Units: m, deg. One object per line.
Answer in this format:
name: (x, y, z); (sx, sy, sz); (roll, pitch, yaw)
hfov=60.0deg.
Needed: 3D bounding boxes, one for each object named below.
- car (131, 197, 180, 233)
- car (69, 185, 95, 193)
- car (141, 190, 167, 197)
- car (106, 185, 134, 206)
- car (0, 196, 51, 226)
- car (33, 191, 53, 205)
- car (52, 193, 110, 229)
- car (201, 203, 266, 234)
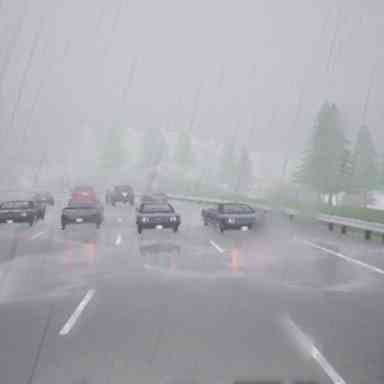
car: (-1.850, 1.153, 16.482); (1.895, 1.301, 4.718); (0, 2, -11)
car: (-11.296, 0.303, 34.136); (2.150, 2.045, 5.566); (-1, 2, -24)
car: (-4.043, 0.551, 34.794); (2.128, 1.511, 4.902); (-1, 2, -23)
car: (-7.447, 0.303, 34.038); (2.150, 2.045, 5.566); (-1, 2, -23)
car: (-9.453, 1.104, 18.506); (1.895, 1.301, 4.718); (0, 2, -14)
car: (-15.836, 0.618, 35.293); (1.994, 1.385, 4.181); (-1, 2, -27)
car: (-5.728, 1.013, 17.745); (2.128, 1.511, 4.902); (0, 2, -12)
car: (1.780, 1.162, 16.061); (1.895, 1.301, 4.718); (0, 2, -11)
